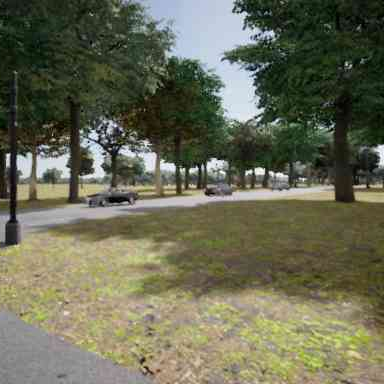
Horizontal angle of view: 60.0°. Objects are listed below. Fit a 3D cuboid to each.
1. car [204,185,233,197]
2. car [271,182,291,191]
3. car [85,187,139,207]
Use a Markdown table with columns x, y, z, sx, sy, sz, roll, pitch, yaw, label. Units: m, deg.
| x | y | z | sx | sy | sz | roll | pitch | yaw | label |
| --- | --- | --- | --- | --- | --- | --- | --- | --- | --- |
| 3.283 | -0.172 | 40.608 | 1.994 | 1.385 | 4.181 | 0 | 2 | 38 | car |
| 14.811 | -0.886 | 55.379 | 2.128 | 1.511 | 4.902 | 0 | 2 | 38 | car |
| -6.624 | 0.380 | 27.791 | 2.128 | 1.511 | 4.902 | 0 | 3 | 38 | car |
